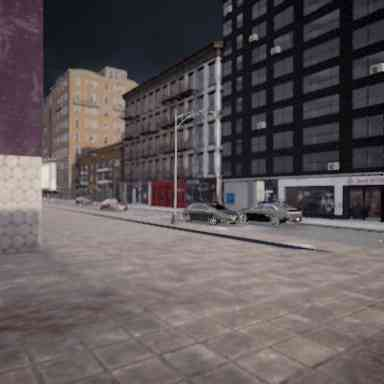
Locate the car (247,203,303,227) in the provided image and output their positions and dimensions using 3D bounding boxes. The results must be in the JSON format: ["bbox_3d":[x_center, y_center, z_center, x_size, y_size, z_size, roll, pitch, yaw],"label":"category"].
[{"bbox_3d":[5.218,1.502,22.765,2.128,1.511,4.902,0,0,-35],"label":"car"}]

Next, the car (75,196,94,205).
[{"bbox_3d":[-17.885,1.417,55.253,2.128,1.511,4.902,0,0,-35],"label":"car"}]

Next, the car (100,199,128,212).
[{"bbox_3d":[-8.868,1.474,37.524,1.812,1.442,4.674,0,0,-35],"label":"car"}]

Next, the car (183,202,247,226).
[{"bbox_3d":[1.260,1.492,23.246,1.837,1.490,4.892,1,-1,-35],"label":"car"}]
